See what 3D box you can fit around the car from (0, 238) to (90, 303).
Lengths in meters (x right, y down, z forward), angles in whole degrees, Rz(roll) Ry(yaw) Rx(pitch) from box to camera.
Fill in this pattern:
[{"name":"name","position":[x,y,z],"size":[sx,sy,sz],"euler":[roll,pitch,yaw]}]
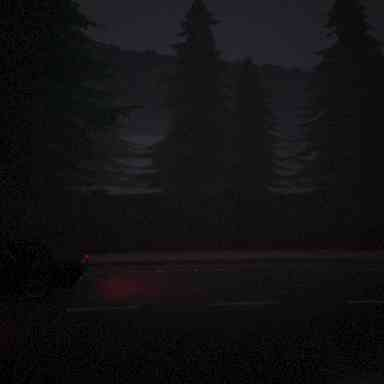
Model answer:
[{"name":"car","position":[-4.964,1.810,7.904],"size":[4.718,1.301,1.895],"euler":[0,-1,-12]}]
